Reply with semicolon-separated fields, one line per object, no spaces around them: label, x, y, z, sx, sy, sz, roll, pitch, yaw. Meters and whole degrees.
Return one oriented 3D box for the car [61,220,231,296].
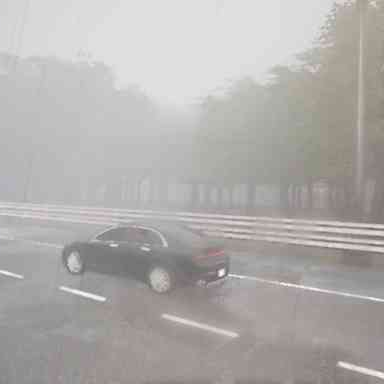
car;-1.368;1.513;8.722;4.892;1.490;1.837;1;0;33
